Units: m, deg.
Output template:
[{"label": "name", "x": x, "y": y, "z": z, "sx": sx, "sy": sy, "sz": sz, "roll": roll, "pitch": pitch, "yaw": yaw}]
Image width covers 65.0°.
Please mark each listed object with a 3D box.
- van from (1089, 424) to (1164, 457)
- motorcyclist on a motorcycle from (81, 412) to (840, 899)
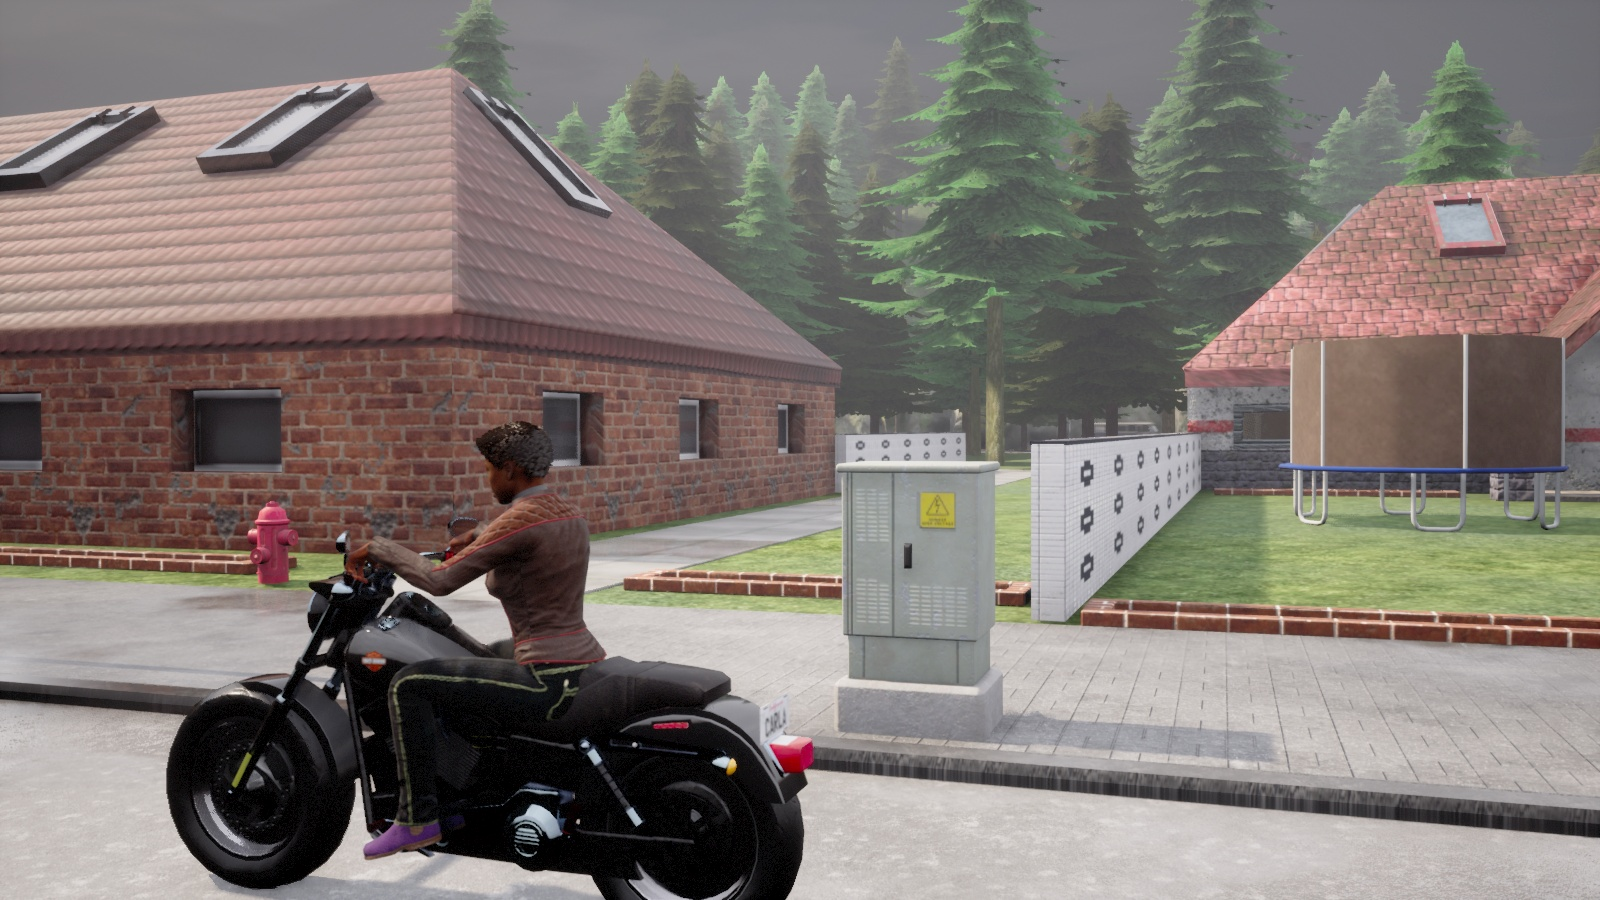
[{"label": "van", "x": 20.599, "y": -0.613, "z": 79.259, "sx": 4.442, "sy": 1.987, "sz": 1.775, "roll": 1, "pitch": 1, "yaw": 19}, {"label": "motorcyclist on a motorcycle", "x": -1.111, "y": 0.707, "z": 4.093, "sx": 2.350, "sy": 1.649, "sz": 0.766, "roll": 1, "pitch": 1, "yaw": 19}]
